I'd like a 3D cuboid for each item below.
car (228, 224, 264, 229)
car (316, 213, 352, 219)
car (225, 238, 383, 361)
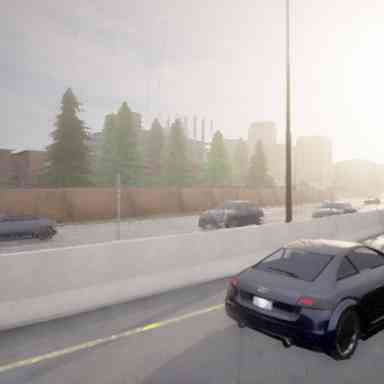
[{"bbox_3d":[2.474,1.328,20.234,2.097,1.767,4.553,-1,0,45],"label":"car"},{"bbox_3d":[9.907,1.431,23.028,1.837,1.490,4.892,0,0,40],"label":"car"},{"bbox_3d":[2.573,1.546,6.011,4.181,1.385,1.994,0,0,-39],"label":"car"}]
